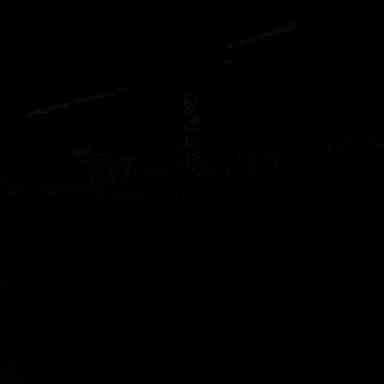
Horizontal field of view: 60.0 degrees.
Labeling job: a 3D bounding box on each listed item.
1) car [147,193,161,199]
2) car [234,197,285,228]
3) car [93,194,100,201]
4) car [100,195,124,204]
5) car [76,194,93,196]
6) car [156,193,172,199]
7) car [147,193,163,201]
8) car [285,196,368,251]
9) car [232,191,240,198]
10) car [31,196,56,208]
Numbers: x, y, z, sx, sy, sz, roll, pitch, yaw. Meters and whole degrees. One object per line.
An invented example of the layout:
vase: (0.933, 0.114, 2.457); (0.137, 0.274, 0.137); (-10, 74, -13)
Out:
car: (-10.545, 1.045, 91.407); (3.633, 1.501, 1.845); (-1, 1, 43)
car: (4.566, 1.302, 20.575); (2.242, 1.667, 4.611); (-1, 1, 43)
car: (-23.376, 1.305, 77.963); (4.605, 1.855, 1.932); (-1, 1, 43)
car: (-14.261, 1.368, 60.636); (4.514, 1.523, 2.007); (-1, 1, 43)
car: (-25.065, 1.361, 75.563); (3.866, 1.878, 1.905); (-1, 1, 43)
car: (-7.181, 1.013, 84.153); (3.806, 1.475, 1.970); (-1, 1, 43)
car: (-7.388, 1.101, 67.886); (3.633, 1.501, 1.845); (-1, 1, 43)
car: (5.714, 1.161, 13.536); (1.905, 1.878, 3.866); (-1, 1, 43)
car: (8.419, 0.558, 73.578); (4.514, 1.523, 2.007); (-1, 1, 43)
car: (-23.312, 1.537, 52.048); (4.605, 1.855, 1.932); (-1, 1, 43)
